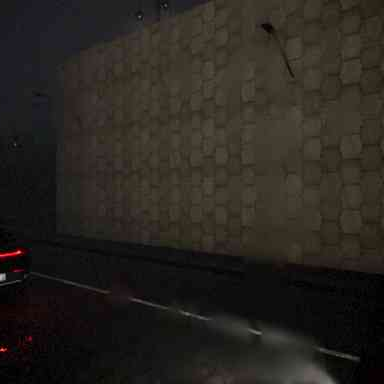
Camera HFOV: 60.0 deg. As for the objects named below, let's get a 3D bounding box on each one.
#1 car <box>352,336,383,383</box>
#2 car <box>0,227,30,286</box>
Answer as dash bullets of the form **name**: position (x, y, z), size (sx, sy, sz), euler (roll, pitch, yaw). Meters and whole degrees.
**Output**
- **car**: position (3.074, 1.564, 1.793), size (4.181, 1.385, 1.994), euler (0, 0, 36)
- **car**: position (-5.882, 1.501, 8.193), size (4.892, 1.490, 1.837), euler (0, 0, 36)
